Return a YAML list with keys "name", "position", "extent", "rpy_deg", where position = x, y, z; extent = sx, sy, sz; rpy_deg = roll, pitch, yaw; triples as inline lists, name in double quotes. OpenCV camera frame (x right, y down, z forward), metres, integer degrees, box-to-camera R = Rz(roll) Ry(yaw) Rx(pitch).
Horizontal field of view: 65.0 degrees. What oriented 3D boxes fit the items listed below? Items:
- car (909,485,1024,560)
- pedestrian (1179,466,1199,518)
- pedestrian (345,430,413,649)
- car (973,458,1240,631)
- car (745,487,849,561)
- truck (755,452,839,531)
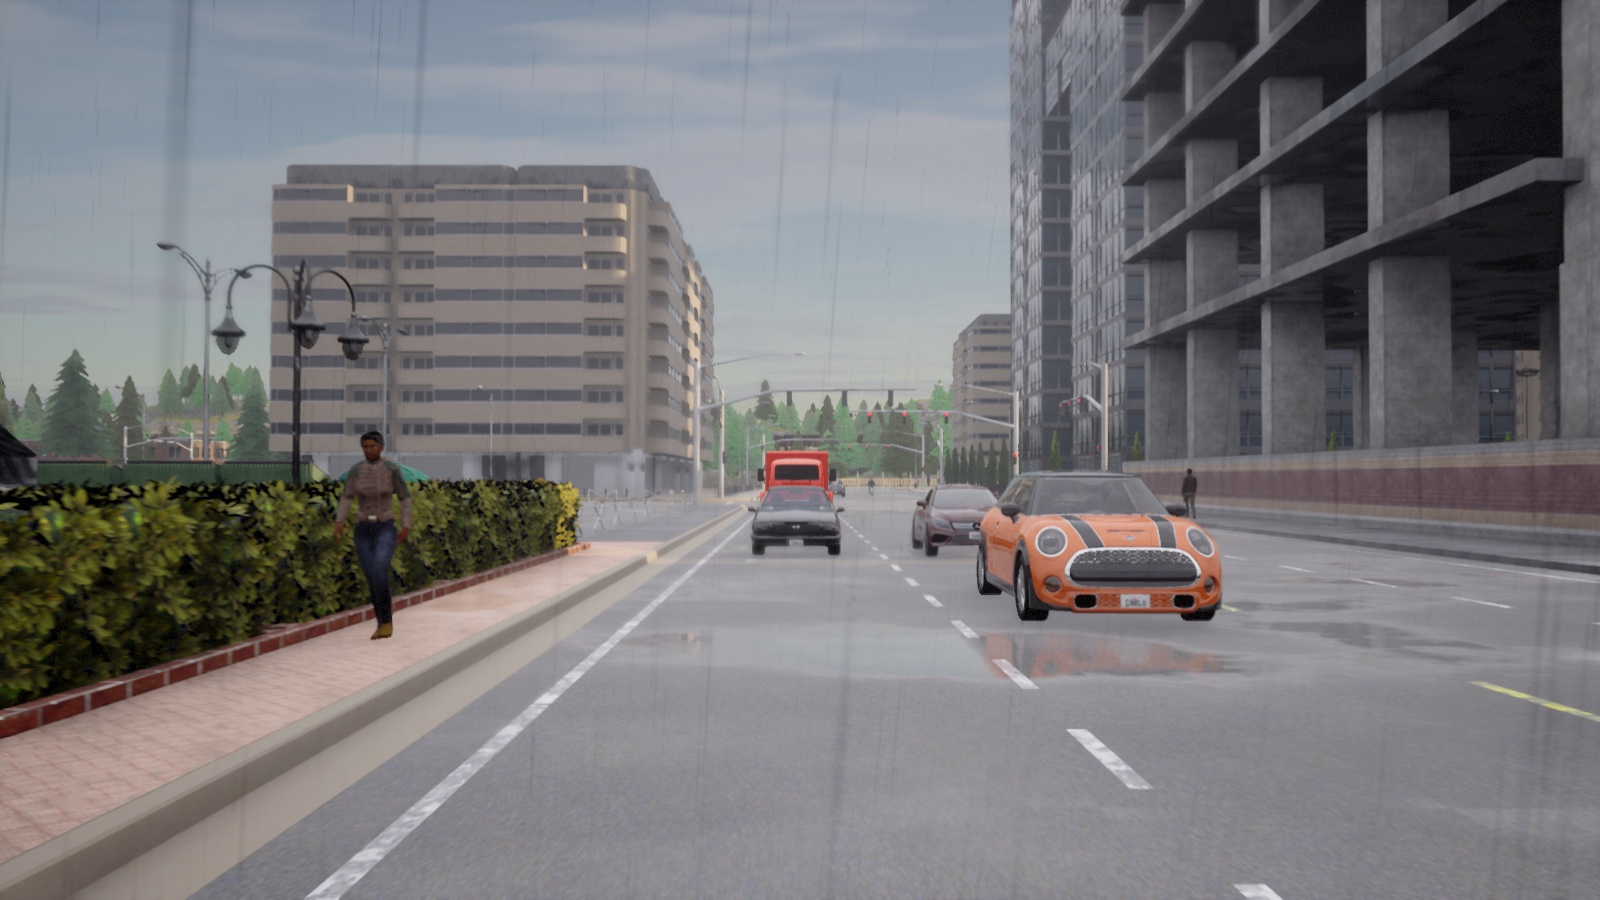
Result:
- name: "car"
  position: [3.437, 1.473, 26.744]
  extent: [1.812, 1.442, 4.674]
  rpy_deg: [0, -1, 0]
- name: "pedestrian"
  position: [13.831, 1.481, 44.662]
  extent: [0.431, 1.840, 0.703]
  rpy_deg: [0, -1, -2]
- name: "pedestrian"
  position: [-3.618, 0.752, 10.831]
  extent: [0.328, 1.805, 0.869]
  rpy_deg: [0, -1, -3]
- name: "car"
  position: [3.463, 1.023, 15.187]
  extent: [2.097, 1.767, 4.553]
  rpy_deg: [0, -1, 0]
- name: "car"
  position: [-0.064, 1.524, 27.162]
  extent: [2.033, 1.411, 5.357]
  rpy_deg: [0, -1, 0]
- name: "truck"
  position: [-0.101, 1.354, 42.096]
  extent: [2.627, 2.467, 5.204]
  rpy_deg: [0, -1, 0]
